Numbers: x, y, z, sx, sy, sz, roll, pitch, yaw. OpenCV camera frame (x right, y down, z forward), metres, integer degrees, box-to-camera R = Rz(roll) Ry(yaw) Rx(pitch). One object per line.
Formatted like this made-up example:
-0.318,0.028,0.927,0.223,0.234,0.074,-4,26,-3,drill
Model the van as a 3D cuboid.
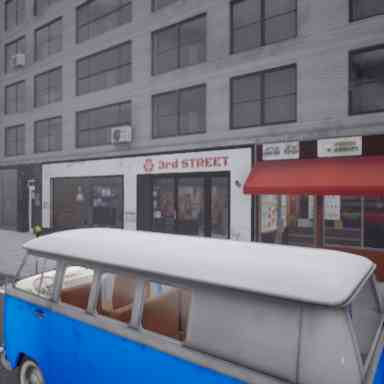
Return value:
-0.270,1.340,3.269,3.998,1.788,1.690,0,0,35,van
